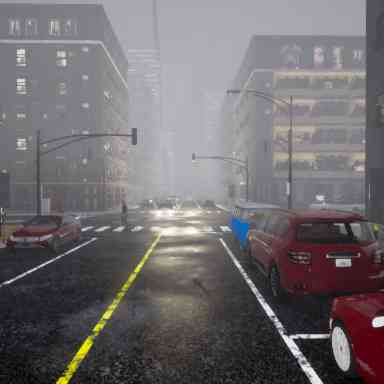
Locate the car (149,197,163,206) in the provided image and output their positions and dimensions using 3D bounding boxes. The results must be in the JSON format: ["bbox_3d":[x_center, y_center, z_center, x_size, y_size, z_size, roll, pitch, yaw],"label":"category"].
[{"bbox_3d":[-6.173,1.574,57.090,1.947,1.339,4.313,0,0,0],"label":"car"}]

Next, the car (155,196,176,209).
[{"bbox_3d":[-3.449,1.603,43.983,1.895,1.301,4.718,0,0,-1],"label":"car"}]

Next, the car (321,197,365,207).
[{"bbox_3d":[13.373,1.368,30.739,4.718,1.301,1.895,-1,0,-1],"label":"car"}]

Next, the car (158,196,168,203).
[{"bbox_3d":[-6.312,1.563,73.660,1.887,1.381,4.507,0,0,0],"label":"car"}]

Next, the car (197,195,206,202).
[{"bbox_3d":[2.255,1.571,51.625,1.947,1.339,4.313,0,0,0],"label":"car"}]

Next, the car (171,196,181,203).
[{"bbox_3d":[-3.619,1.559,74.075,2.033,1.411,5.357,0,0,0],"label":"car"}]

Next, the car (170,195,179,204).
[{"bbox_3d":[-3.537,1.570,53.072,1.994,1.385,4.181,0,0,-1],"label":"car"}]

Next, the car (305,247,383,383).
[{"bbox_3d":[2.667,1.544,2.652,1.887,1.381,4.507,0,0,0],"label":"car"}]

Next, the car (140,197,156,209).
[{"bbox_3d":[-6.080,1.569,46.043,1.947,1.339,4.313,0,0,0],"label":"car"}]

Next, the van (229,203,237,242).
[{"bbox_3d":[2.572,1.340,13.708,1.690,1.788,3.998,0,0,0],"label":"van"}]

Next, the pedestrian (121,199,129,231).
[{"bbox_3d":[-3.800,1.292,18.810,0.375,1.860,0.375,0,0,0],"label":"pedestrian"}]

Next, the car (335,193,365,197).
[{"bbox_3d":[15.484,1.031,33.350,5.009,1.841,2.192,-1,1,-1],"label":"car"}]

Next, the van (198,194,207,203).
[{"bbox_3d":[2.113,1.356,68.194,1.690,1.788,3.998,0,0,0],"label":"van"}]

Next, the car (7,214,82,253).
[{"bbox_3d":[-5.807,1.581,13.639,1.802,1.307,4.206,0,0,0],"label":"car"}]

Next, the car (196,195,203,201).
[{"bbox_3d":[1.927,1.557,90.457,1.752,1.417,4.829,0,0,0],"label":"car"}]

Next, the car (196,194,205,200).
[{"bbox_3d":[2.161,1.556,62.671,1.887,1.381,4.507,0,0,0],"label":"car"}]

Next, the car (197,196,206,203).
[{"bbox_3d":[2.069,1.585,73.718,1.947,1.339,4.313,0,0,0],"label":"car"}]

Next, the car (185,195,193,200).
[{"bbox_3d":[-0.715,1.455,85.569,1.895,1.301,4.718,0,0,0],"label":"car"}]

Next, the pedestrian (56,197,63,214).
[{"bbox_3d":[-7.735,1.140,19.392,0.375,1.860,0.375,0,0,0],"label":"pedestrian"}]

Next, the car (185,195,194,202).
[{"bbox_3d":[-0.631,1.536,75.533,1.812,1.442,4.674,0,0,0],"label":"car"}]

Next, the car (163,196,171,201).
[{"bbox_3d":[-6.405,1.609,84.706,1.802,1.307,4.206,0,0,0],"label":"car"}]

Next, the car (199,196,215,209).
[{"bbox_3d":[2.301,1.585,46.101,1.802,1.307,4.206,0,0,0],"label":"car"}]

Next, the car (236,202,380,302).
[{"bbox_3d":[2.618,1.314,8.180,2.192,1.841,5.009,0,0,0],"label":"car"}]
